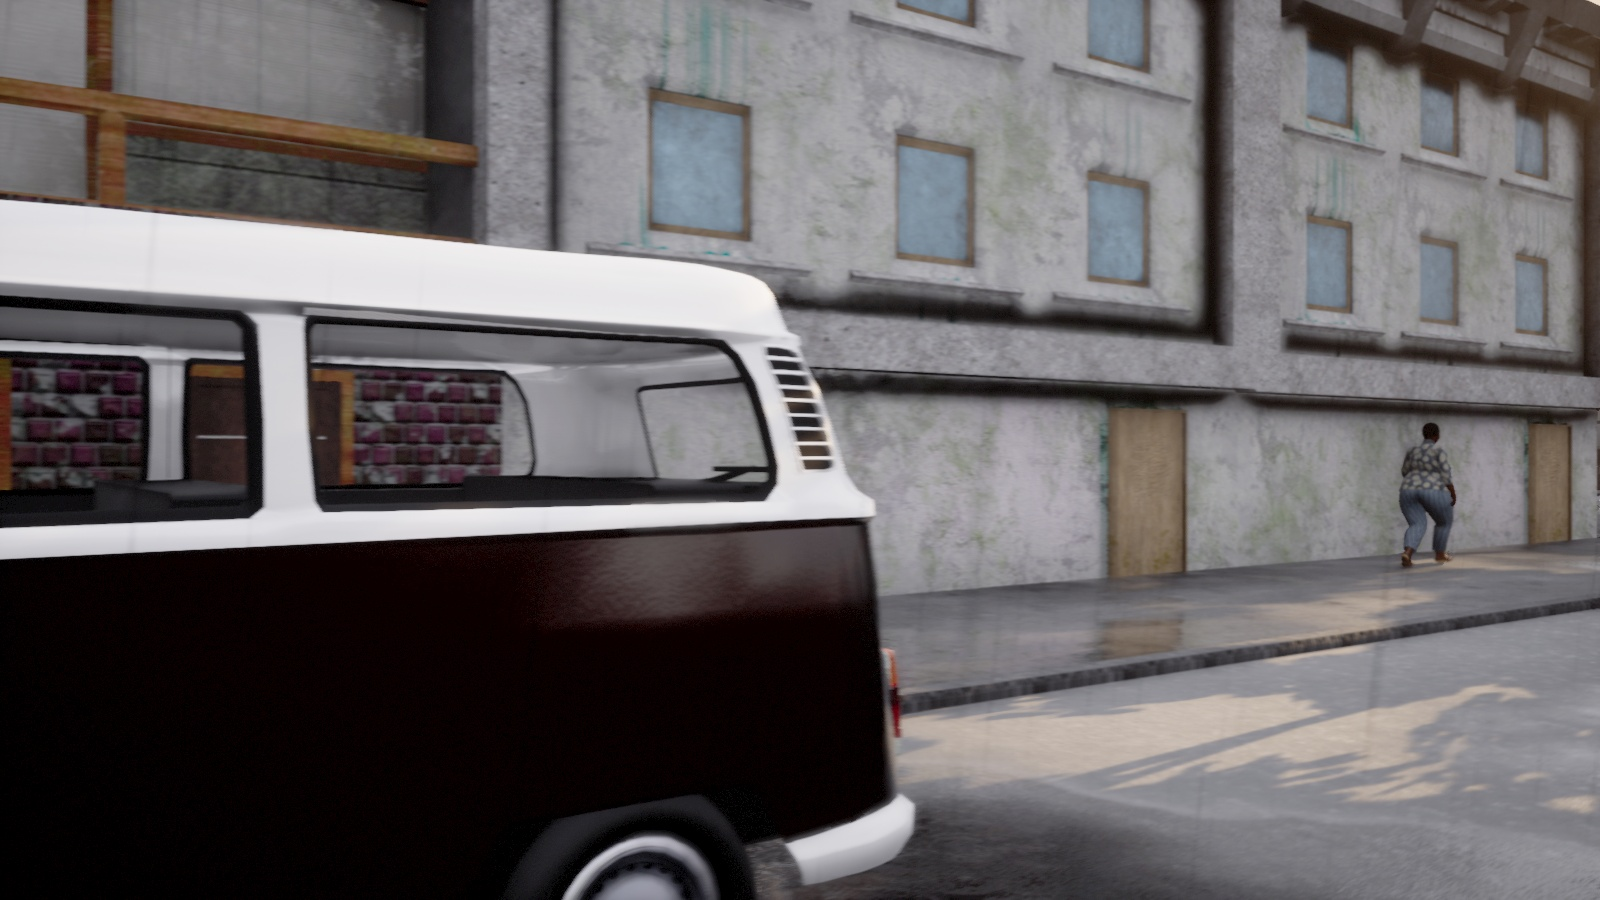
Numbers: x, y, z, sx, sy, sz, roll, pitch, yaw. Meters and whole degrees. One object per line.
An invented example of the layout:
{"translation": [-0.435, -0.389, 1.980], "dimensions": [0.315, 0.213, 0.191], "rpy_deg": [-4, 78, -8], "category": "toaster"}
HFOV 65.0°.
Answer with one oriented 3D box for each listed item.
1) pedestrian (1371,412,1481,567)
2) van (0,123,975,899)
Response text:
{"translation": [7.773, 0.476, 15.606], "dimensions": [0.900, 1.855, 0.874], "rpy_deg": [0, 0, -31], "category": "pedestrian"}
{"translation": [-1.968, 0.479, 2.898], "dimensions": [4.480, 2.038, 2.069], "rpy_deg": [0, 0, -35], "category": "van"}
